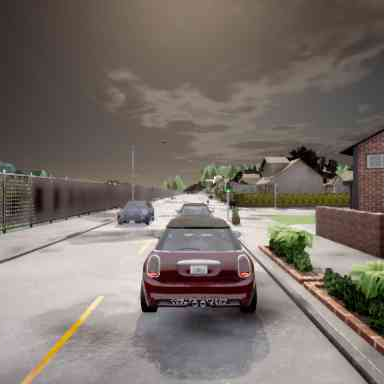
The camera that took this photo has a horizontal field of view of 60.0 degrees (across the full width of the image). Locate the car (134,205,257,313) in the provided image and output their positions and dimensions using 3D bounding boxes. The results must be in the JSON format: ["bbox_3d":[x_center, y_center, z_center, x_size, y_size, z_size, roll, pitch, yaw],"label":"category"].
[{"bbox_3d":[0.120,1.352,7.840,2.097,1.767,4.553,0,0,0],"label":"car"}]

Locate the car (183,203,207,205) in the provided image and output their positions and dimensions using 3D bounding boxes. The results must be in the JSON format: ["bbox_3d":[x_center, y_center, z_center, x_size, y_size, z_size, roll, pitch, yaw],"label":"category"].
[{"bbox_3d":[0.154,1.351,17.912,2.097,1.767,4.553,0,0,0],"label":"car"}]

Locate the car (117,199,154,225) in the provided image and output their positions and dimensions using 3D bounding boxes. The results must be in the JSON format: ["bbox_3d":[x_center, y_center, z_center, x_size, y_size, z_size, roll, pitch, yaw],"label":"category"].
[{"bbox_3d":[-3.928,1.364,23.998,2.097,1.767,4.553,0,0,0],"label":"car"}]
